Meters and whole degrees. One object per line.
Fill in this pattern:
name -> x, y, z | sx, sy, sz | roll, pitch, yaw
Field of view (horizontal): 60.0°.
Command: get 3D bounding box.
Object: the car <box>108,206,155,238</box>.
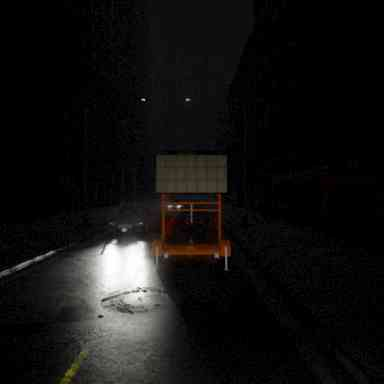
car -> -3.124, 1.499, 17.839 | 2.128, 1.511, 4.902 | 0, 0, 0

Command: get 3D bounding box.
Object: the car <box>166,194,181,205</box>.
car -> -3.085, 1.273, 59.371 | 2.150, 2.045, 5.566 | 0, 0, 0

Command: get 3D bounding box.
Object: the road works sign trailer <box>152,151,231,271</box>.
road works sign trailer -> -0.014, 0.468, 10.927 | 2.380, 3.560, 2.880 | 0, 0, 0
